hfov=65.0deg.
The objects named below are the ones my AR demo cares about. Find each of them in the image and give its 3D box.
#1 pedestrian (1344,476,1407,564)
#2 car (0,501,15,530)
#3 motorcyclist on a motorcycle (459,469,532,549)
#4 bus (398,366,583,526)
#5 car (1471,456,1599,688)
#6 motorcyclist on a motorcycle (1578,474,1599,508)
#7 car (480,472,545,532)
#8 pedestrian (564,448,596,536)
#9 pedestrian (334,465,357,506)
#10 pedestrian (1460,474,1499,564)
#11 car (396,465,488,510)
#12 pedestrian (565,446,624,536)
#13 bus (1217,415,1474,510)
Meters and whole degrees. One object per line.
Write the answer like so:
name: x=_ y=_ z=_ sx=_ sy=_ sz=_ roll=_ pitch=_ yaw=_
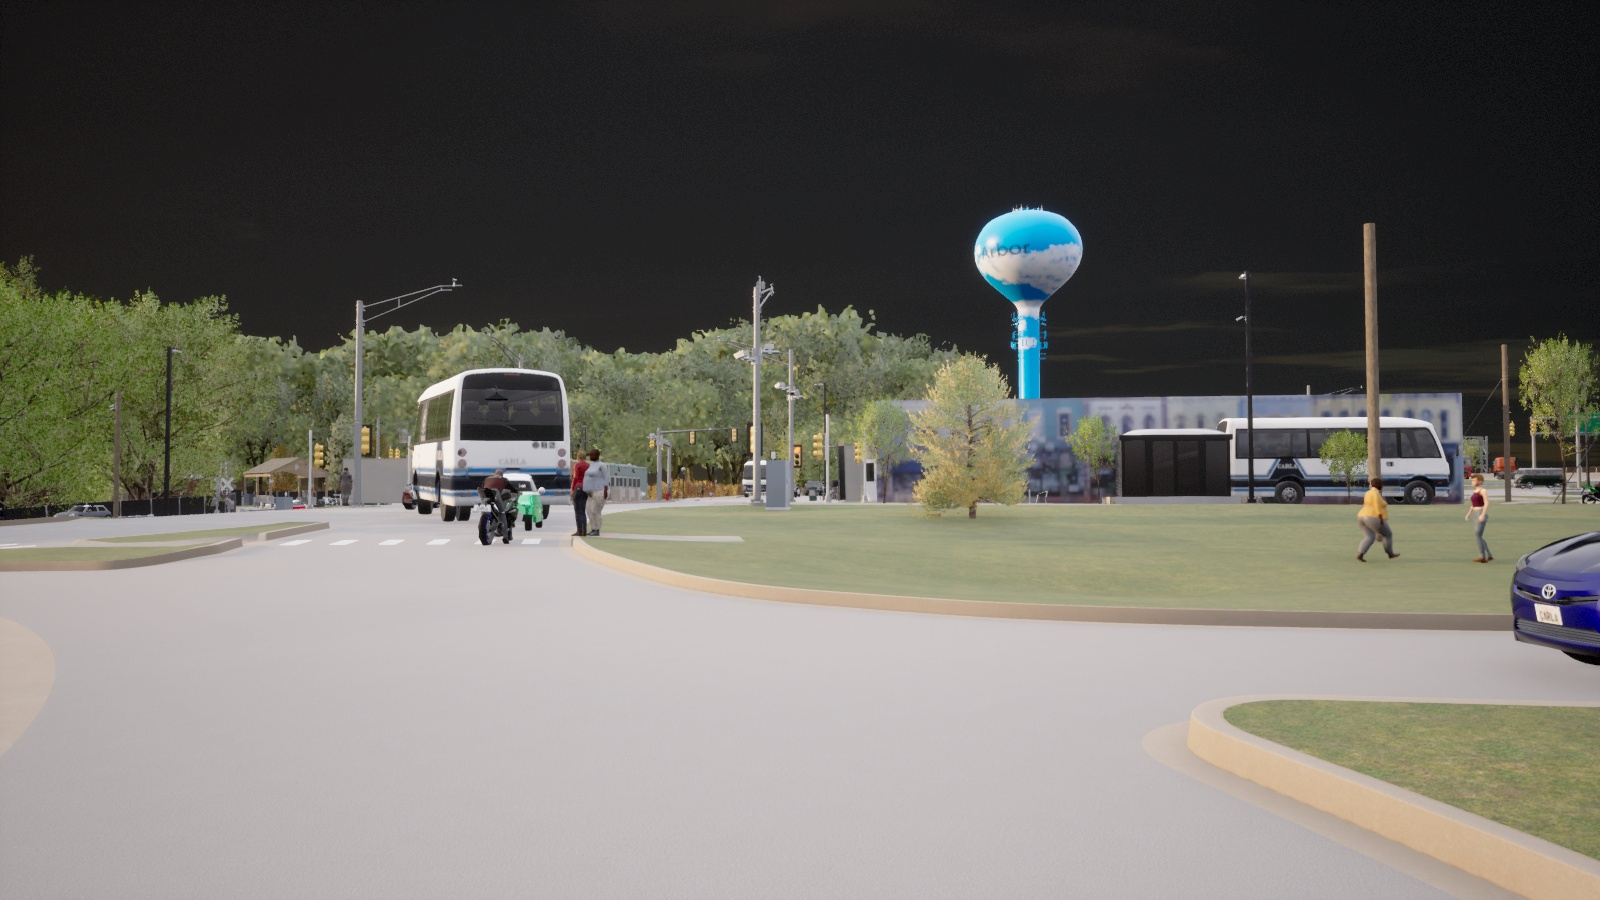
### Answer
pedestrian: x=12.358 y=1.490 z=26.985 sx=0.900 sy=1.855 sz=0.874 roll=0 pitch=-3 yaw=-2
car: x=-52.338 y=4.214 z=79.890 sx=1.905 sy=1.878 sz=3.866 roll=-1 pitch=-1 yaw=14
motorcyclist on a motorcycle: x=-6.113 y=1.153 z=25.371 sx=0.866 sy=1.530 sz=2.191 roll=0 pitch=-1 yaw=2
bus: x=-9.867 y=-0.054 z=38.899 sx=3.944 sy=4.253 sz=10.273 roll=0 pitch=-1 yaw=-23
car: x=7.531 y=0.823 z=8.826 sx=4.514 sy=1.525 sz=2.007 roll=0 pitch=-2 yaw=2
motorcyclist on a motorcycle: x=36.383 y=1.852 z=56.626 sx=2.044 sy=1.523 sz=0.797 roll=-2 pitch=-3 yaw=21
car: x=-7.035 y=1.252 z=30.901 sx=1.481 sy=1.376 sz=2.207 roll=0 pitch=-1 yaw=-11
pedestrian: x=-4.636 y=0.887 z=26.489 sx=0.636 sy=1.846 sz=0.331 roll=-2 pitch=-3 yaw=42
pedestrian: x=-21.892 y=1.713 z=60.523 sx=0.659 sy=1.952 sz=0.873 roll=0 pitch=-3 yaw=8
pedestrian: x=14.015 y=1.422 z=25.904 sx=0.594 sy=1.836 sz=0.345 roll=0 pitch=-3 yaw=5
car: x=-13.706 y=1.434 z=48.392 sx=2.033 sy=1.649 sz=4.856 roll=0 pitch=-2 yaw=2
pedestrian: x=-4.331 y=0.871 z=26.510 sx=0.900 sy=1.855 sz=0.874 roll=2 pitch=-3 yaw=-38
bus: x=25.257 y=0.647 z=58.805 sx=10.273 sy=4.253 sz=3.944 roll=0 pitch=-3 yaw=8
